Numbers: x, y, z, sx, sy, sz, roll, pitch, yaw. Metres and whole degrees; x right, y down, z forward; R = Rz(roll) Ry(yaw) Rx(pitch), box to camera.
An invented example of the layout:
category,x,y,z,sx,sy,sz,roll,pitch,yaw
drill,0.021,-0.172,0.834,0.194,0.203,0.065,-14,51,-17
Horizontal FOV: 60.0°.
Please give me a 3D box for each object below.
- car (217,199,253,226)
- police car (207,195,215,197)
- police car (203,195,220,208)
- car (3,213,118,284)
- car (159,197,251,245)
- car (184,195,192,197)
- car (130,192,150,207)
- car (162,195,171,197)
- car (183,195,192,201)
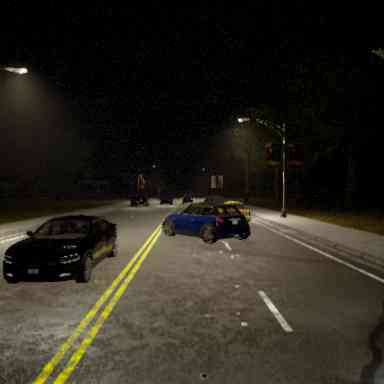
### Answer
category,x,y,z,sx,sy,sz,roll,pitch,yaw
car,2.940,1.367,23.647,1.801,1.575,5.366,0,0,-1
police car,2.796,1.299,34.568,1.930,1.638,5.238,0,0,-1
police car,2.651,1.262,45.569,1.930,1.638,5.238,0,0,-1
car,-3.478,1.439,9.714,1.882,1.535,5.008,0,0,-1
car,0.521,1.291,15.651,2.097,1.767,4.553,0,0,-37
car,-0.718,1.347,56.444,2.033,1.411,5.357,0,0,0
car,-7.206,1.055,46.696,2.150,2.045,5.566,0,0,-1
car,-4.015,1.291,52.125,1.882,1.535,5.008,0,0,0
car,-1.013,1.319,77.001,1.895,1.301,4.718,0,0,-1
